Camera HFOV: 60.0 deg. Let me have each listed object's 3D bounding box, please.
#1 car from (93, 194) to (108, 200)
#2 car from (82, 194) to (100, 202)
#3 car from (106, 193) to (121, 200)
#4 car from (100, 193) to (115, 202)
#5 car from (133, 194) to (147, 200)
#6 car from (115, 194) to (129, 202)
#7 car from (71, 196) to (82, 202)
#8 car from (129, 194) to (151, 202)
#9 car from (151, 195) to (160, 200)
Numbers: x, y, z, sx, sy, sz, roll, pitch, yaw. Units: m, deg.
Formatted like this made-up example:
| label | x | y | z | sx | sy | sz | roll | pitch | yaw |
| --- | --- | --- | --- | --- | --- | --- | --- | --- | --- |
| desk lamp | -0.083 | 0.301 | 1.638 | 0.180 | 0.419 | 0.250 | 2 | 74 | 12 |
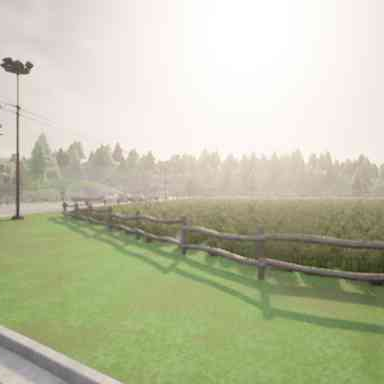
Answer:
| label | x | y | z | sx | sy | sz | roll | pitch | yaw |
| --- | --- | --- | --- | --- | --- | --- | --- | --- | --- |
| car | -23.243 | 1.302 | 84.943 | 1.837 | 1.490 | 4.892 | 0 | 0 | 10 |
| car | -21.626 | 1.504 | 74.071 | 2.033 | 1.411 | 5.357 | 0 | 0 | 10 |
| car | -19.803 | 1.158 | 84.299 | 2.097 | 1.767 | 4.553 | 0 | 0 | 10 |
| car | -18.090 | 1.481 | 73.960 | 1.812 | 1.442 | 4.674 | 0 | 0 | 10 |
| car | -12.906 | 1.306 | 83.101 | 1.837 | 1.490 | 4.892 | 0 | 0 | 10 |
| car | -14.656 | 1.563 | 73.282 | 1.895 | 1.301 | 4.718 | 0 | 0 | 10 |
| car | -25.071 | 1.503 | 74.685 | 2.033 | 1.411 | 5.357 | 0 | 0 | 10 |
| car | -11.289 | 1.494 | 72.229 | 2.128 | 1.511 | 4.902 | 0 | 0 | 10 |
| car | -9.455 | 1.403 | 82.516 | 1.895 | 1.301 | 4.718 | 0 | 0 | 10 |
